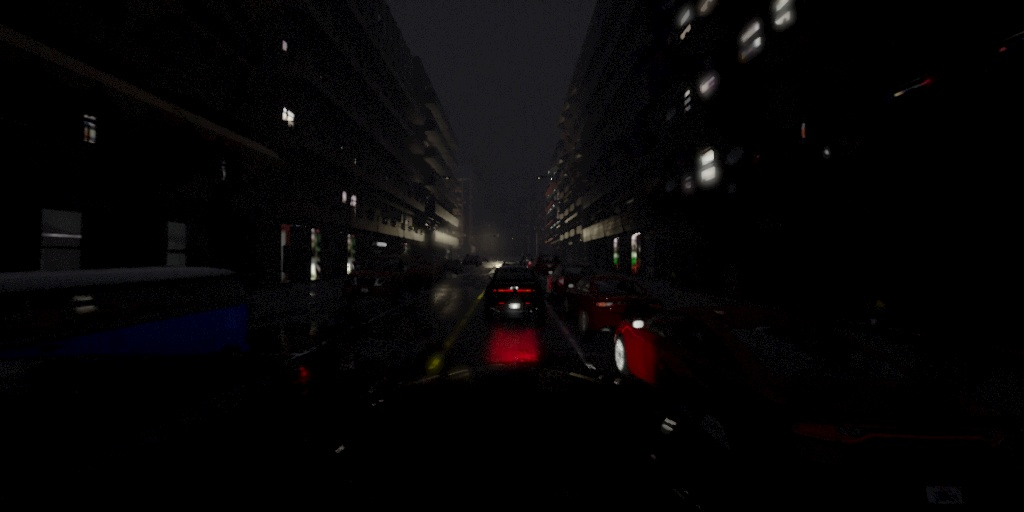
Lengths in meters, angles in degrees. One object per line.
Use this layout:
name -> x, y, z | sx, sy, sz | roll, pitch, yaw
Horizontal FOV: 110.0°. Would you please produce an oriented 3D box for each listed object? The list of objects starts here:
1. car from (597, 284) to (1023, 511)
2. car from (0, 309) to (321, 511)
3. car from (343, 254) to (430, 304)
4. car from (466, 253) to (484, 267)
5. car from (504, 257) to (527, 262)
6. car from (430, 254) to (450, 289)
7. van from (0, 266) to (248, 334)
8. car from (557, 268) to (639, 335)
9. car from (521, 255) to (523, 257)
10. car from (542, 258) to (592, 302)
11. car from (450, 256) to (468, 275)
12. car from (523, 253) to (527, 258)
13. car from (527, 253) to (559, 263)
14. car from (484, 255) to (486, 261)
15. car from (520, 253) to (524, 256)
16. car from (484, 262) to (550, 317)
car -> 2.563, 1.259, 4.371 | 1.888, 1.381, 4.507 | 0, 0, 0
car -> -2.847, 1.314, 1.771 | 1.994, 1.385, 4.181 | 0, 1, 0
car -> -5.342, 0.888, 15.476 | 2.192, 1.841, 5.009 | 0, 0, 0
car -> -5.410, 0.498, 48.654 | 2.192, 1.841, 5.009 | 0, 0, 0
car -> 0.044, 0.994, 30.009 | 1.895, 1.301, 4.718 | 0, 1, 0
car -> -5.353, 0.819, 21.005 | 2.192, 1.841, 5.009 | 0, 0, 0
van -> -5.320, 1.056, 4.417 | 1.690, 1.789, 3.998 | 0, 0, 0
car -> 2.552, 1.187, 9.901 | 1.888, 1.381, 4.507 | 0, 0, 0
car -> 2.439, 0.764, 48.616 | 1.802, 1.307, 4.207 | 0, 0, 0
car -> 2.548, 1.012, 15.432 | 1.967, 1.591, 4.097 | 0, 0, 0
car -> -5.376, 0.936, 32.067 | 1.948, 1.339, 4.313 | 0, 0, 0
car -> 2.461, 0.744, 37.554 | 1.967, 1.591, 4.097 | 0, 0, 0
car -> 2.484, 0.749, 26.492 | 2.192, 1.841, 5.009 | 0, 0, 0
car -> -5.421, 0.670, 54.185 | 1.888, 1.381, 4.507 | 0, 0, 0
car -> 2.416, 0.382, 59.677 | 2.192, 1.841, 5.009 | 0, 0, 0
car -> 0.079, 1.115, 12.477 | 1.837, 1.490, 4.892 | 0, 1, 0
